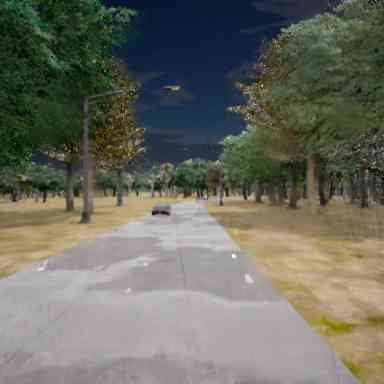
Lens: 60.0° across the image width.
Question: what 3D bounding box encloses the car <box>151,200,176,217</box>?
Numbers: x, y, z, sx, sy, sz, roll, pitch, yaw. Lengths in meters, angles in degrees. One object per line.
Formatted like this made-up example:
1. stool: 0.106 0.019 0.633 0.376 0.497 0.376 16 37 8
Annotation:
1. car: -3.085 1.771 34.734 2.033 1.411 5.357 0 0 0

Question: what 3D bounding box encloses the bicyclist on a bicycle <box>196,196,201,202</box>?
1. bicyclist on a bicycle: 1.274 1.890 81.674 0.659 1.776 1.843 0 0 5

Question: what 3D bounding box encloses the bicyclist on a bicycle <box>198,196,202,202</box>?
1. bicyclist on a bicycle: 2.161 1.937 90.491 0.659 1.776 1.843 0 0 8

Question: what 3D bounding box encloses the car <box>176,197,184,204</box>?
1. car: -2.847 1.914 76.661 1.882 1.535 5.008 0 0 1
